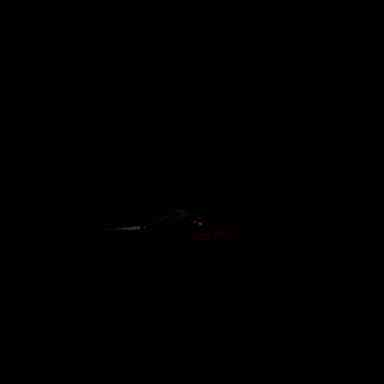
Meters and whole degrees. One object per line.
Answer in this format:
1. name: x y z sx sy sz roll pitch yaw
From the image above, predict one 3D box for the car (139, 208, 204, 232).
1. car: -1.403 1.804 22.250 4.674 1.442 1.812 -1 -1 34
